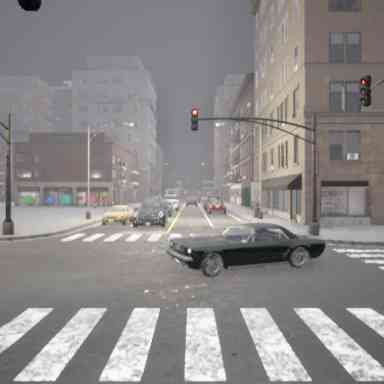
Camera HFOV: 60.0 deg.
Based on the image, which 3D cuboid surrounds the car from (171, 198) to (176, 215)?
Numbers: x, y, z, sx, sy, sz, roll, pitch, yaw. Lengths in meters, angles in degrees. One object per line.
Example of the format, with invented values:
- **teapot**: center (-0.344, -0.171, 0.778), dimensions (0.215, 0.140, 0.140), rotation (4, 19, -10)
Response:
- **car**: center (-2.851, 1.603, 32.250), dimensions (1.837, 1.490, 4.892), rotation (0, 0, 0)

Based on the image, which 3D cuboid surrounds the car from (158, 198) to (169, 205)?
- **car**: center (-5.410, 1.781, 64.374), dimensions (1.802, 1.307, 4.206), rotation (0, 0, 0)

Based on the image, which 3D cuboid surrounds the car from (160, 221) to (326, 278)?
- **car**: center (1.638, 1.642, 10.207), dimensions (4.718, 1.301, 1.895), rotation (0, 0, -22)

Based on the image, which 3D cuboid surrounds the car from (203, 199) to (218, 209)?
- **car**: center (2.620, 1.712, 47.390), dimensions (1.947, 1.339, 4.313), rotation (0, 0, 0)

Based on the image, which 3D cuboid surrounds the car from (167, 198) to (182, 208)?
- **car**: center (-2.816, 1.714, 53.903), dimensions (2.033, 1.411, 5.357), rotation (0, 0, 1)

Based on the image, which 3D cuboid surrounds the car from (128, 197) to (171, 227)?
- **car**: center (-2.810, 1.423, 23.063), dimensions (2.097, 1.767, 4.553), rotation (0, 0, -1)

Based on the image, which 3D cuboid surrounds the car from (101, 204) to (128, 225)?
- **car**: center (-5.397, 1.601, 24.570), dimensions (1.752, 1.417, 4.829), rotation (0, 0, 0)

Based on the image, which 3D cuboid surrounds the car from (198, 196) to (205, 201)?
- **car**: center (2.605, 1.855, 92.685), dimensions (1.947, 1.339, 4.313), rotation (0, 0, 0)

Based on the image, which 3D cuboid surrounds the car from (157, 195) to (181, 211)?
- **car**: center (-2.814, 1.355, 43.183), dimensions (2.150, 2.045, 5.566), rotation (0, 0, 0)

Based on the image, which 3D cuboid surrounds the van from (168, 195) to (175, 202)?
- **van**: center (-5.418, 1.612, 87.022), dimensions (1.690, 1.788, 3.998), rotation (0, 0, 0)

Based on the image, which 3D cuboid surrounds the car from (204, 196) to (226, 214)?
- **car**: center (2.624, 1.551, 36.067), dimensions (1.967, 1.590, 4.097), rotation (0, 0, 0)

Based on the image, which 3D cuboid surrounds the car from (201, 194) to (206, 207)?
- **car**: center (2.622, 1.443, 41.729), dimensions (2.192, 1.841, 5.009), rotation (0, 0, 0)

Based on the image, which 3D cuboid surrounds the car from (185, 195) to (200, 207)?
- **car**: center (-0.019, 1.674, 54.683), dimensions (1.837, 1.490, 4.892), rotation (0, 0, 0)

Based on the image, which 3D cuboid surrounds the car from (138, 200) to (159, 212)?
- **car**: center (-5.403, 1.679, 41.726), dimensions (2.008, 1.369, 4.403), rotation (0, 0, 0)
